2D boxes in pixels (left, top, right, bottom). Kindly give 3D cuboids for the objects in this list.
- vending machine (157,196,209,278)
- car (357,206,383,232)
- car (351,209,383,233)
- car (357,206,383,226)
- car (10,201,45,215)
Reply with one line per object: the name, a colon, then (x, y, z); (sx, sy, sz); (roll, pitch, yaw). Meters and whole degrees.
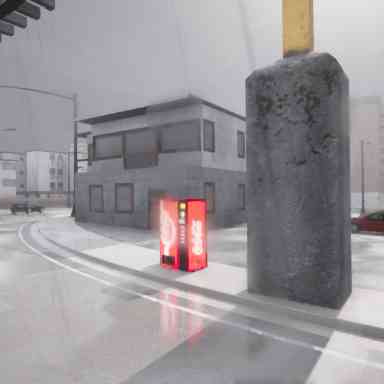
vending machine: (-0.251, 1.185, 9.303); (0.880, 2.100, 1.100); (-1, 0, 44)
car: (13.583, 1.883, 22.670); (3.988, 1.617, 1.851); (1, 0, 34)
car: (11.797, 1.873, 20.256); (5.357, 1.415, 2.033); (0, 0, 34)
car: (16.953, 2.035, 28.237); (5.027, 1.636, 2.152); (-1, 0, 34)
car: (-18.580, 1.741, 37.820); (2.128, 1.511, 4.902); (-1, -1, 2)
